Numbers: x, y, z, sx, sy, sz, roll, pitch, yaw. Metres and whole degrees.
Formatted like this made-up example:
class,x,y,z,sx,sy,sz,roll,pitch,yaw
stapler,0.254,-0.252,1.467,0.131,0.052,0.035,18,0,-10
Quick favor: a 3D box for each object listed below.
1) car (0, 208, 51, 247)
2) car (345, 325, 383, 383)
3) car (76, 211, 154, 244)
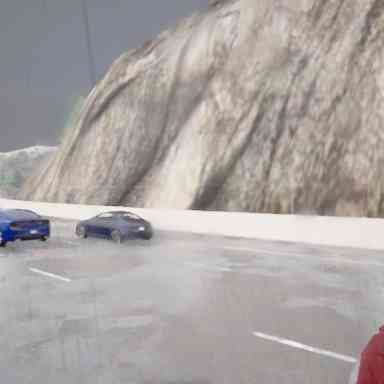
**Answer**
class,x,y,z,sx,sy,sz,roll,pitch,yaw
car,-8.435,1.498,15.400,5.008,1.535,1.882,0,0,41
car,3.331,1.608,1.663,4.718,1.301,1.895,0,0,35
car,-3.760,1.591,16.003,4.181,1.385,1.994,0,0,40
